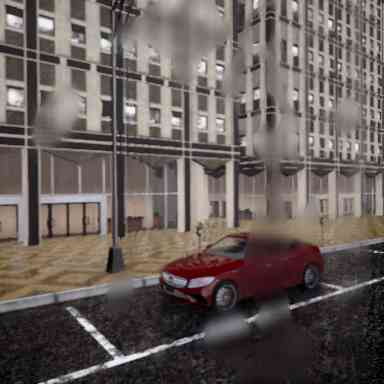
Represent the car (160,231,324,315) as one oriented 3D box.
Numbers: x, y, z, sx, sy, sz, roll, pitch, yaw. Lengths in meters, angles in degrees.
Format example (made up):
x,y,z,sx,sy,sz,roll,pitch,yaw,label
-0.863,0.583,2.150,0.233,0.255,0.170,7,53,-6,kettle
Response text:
x,y,z,sx,sy,sz,roll,pitch,yaw,label
1.294,1.578,7.490,4.206,1.307,1.802,0,-1,-35,car
